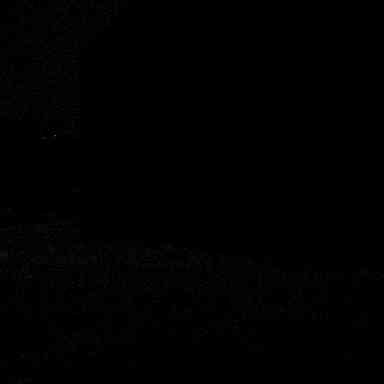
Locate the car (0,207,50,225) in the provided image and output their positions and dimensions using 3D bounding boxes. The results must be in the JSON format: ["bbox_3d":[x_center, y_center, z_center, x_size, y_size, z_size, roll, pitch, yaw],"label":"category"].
[{"bbox_3d":[-13.837,1.879,26.545,1.752,1.417,4.829,-2,-1,36],"label":"car"}]
